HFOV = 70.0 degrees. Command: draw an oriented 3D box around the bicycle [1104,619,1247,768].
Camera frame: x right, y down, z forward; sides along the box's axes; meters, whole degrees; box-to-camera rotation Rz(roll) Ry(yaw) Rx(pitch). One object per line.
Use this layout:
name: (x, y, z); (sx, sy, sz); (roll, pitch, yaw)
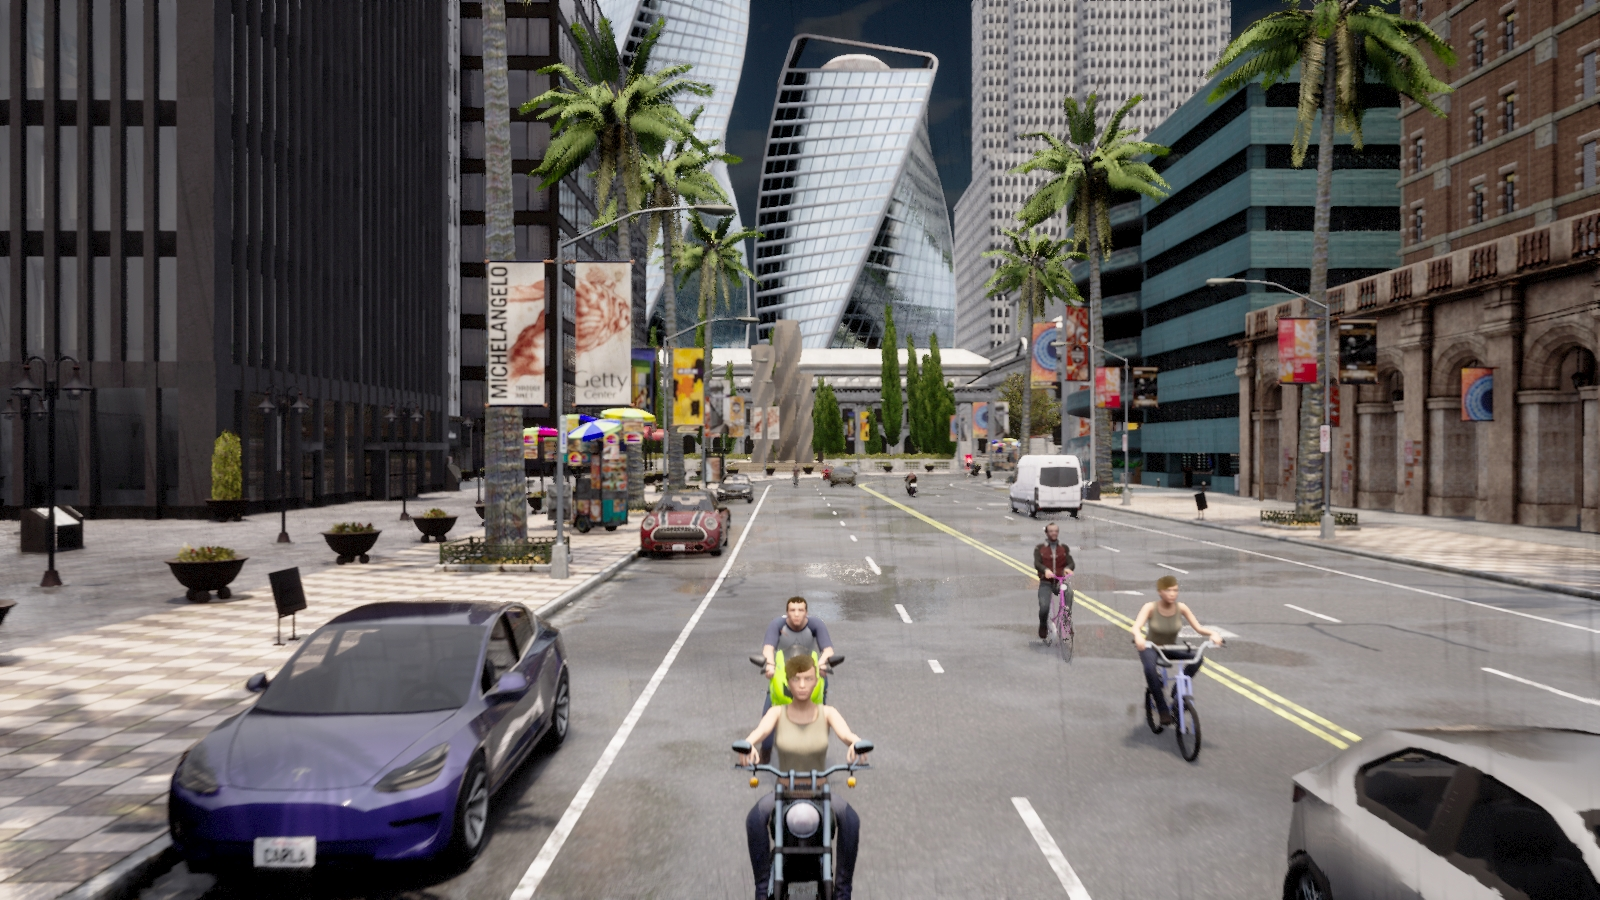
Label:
bicycle: (3.498, 2.249, 10.775); (0.859, 1.080, 1.487); (0, 0, 0)

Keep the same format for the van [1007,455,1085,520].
van: (10.307, 1.506, 48.393); (1.988, 2.561, 5.915); (0, 0, -1)

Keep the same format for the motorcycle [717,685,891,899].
motorcycle: (0.016, 2.165, 6.212); (0.764, 1.277, 2.356); (0, 0, 0)

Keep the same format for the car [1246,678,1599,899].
car: (3.501, 2.062, 4.544); (1.816, 1.474, 4.193); (0, 0, 0)

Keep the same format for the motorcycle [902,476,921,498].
motorcycle: (6.598, 2.166, 67.536); (0.867, 1.251, 2.209); (0, 0, -1)

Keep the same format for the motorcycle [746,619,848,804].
motorcycle: (-0.027, 2.206, 9.999); (0.803, 1.145, 2.033); (0, 0, 0)
